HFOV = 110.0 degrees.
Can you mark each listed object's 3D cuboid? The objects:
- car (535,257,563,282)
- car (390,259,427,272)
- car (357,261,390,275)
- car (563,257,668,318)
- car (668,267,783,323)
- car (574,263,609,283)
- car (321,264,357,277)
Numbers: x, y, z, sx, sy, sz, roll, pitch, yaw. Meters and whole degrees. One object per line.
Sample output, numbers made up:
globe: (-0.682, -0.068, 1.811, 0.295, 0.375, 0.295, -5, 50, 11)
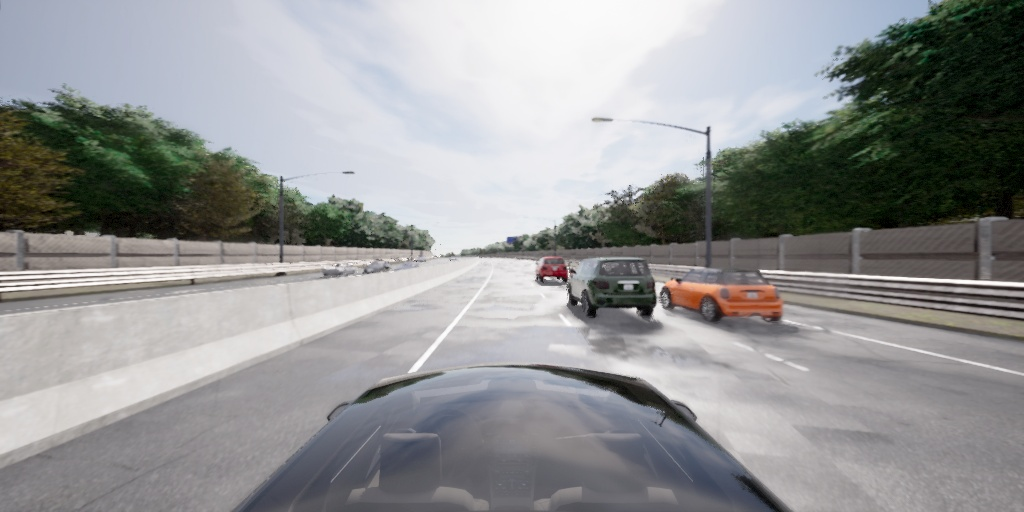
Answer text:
car: (3.252, 1.095, 30.345, 2.150, 2.045, 5.566, 0, 0, -1)
car: (-11.172, 1.401, 38.964, 2.033, 1.411, 5.357, 0, 0, -2)
car: (-14.687, 1.344, 39.353, 2.128, 1.511, 4.902, 0, 0, -2)
car: (3.534, 1.057, 13.627, 2.150, 2.045, 5.566, 0, 0, -1)
car: (7.037, 1.178, 12.647, 2.097, 1.767, 4.553, 0, 0, 0)
car: (6.739, 1.376, 30.798, 1.837, 1.490, 4.892, 0, 0, -1)
car: (-18.146, 1.460, 37.899, 1.895, 1.301, 4.718, 0, 0, -2)
